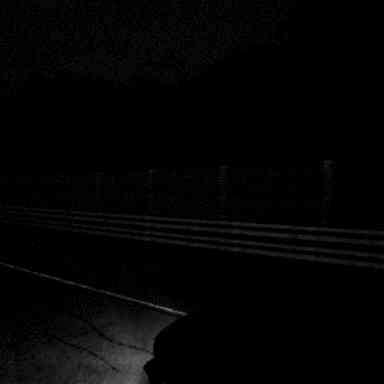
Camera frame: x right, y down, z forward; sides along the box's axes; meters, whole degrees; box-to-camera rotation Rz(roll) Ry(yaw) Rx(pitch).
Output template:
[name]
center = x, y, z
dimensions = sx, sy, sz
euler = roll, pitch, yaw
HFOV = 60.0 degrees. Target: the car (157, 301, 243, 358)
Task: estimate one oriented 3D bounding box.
[car]
center = 2.171, 1.373, 2.316
dimensions = 5.357, 1.411, 2.033
euler = 0, 0, 35
